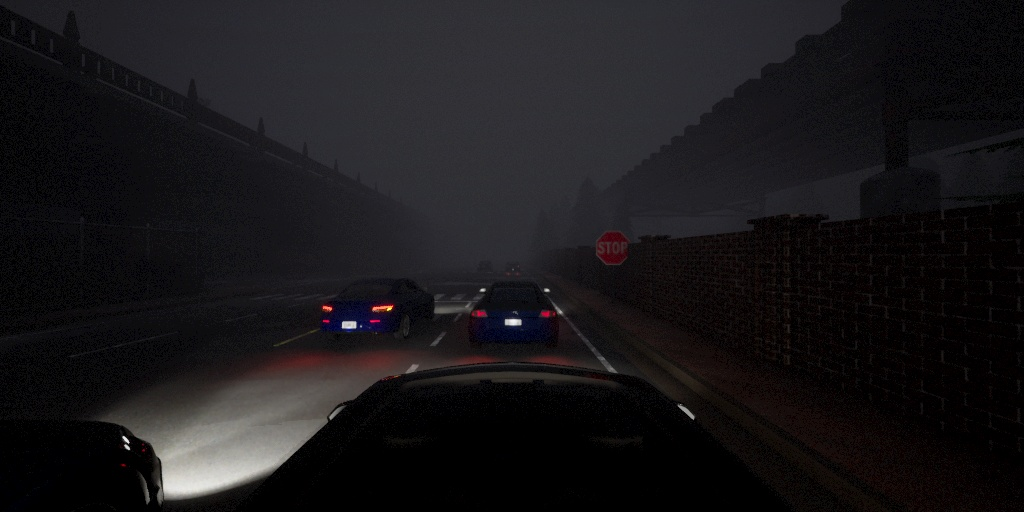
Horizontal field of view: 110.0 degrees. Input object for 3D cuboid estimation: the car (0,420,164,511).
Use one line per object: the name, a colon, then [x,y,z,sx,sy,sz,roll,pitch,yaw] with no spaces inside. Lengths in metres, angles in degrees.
car: [-3.398,1.314,0.709,1.994,1.385,4.181,0,0,0]

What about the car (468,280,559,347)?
car: [0.069,1.314,9.283,1.994,1.385,4.181,0,0,1]

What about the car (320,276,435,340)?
car: [-3.413,1.276,9.805,1.812,1.442,4.674,0,0,0]

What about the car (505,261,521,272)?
car: [0.097,1.351,46.101,1.895,1.301,4.718,0,0,-1]

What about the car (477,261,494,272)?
car: [-3.398,1.297,45.932,2.033,1.411,5.357,0,0,-1]
